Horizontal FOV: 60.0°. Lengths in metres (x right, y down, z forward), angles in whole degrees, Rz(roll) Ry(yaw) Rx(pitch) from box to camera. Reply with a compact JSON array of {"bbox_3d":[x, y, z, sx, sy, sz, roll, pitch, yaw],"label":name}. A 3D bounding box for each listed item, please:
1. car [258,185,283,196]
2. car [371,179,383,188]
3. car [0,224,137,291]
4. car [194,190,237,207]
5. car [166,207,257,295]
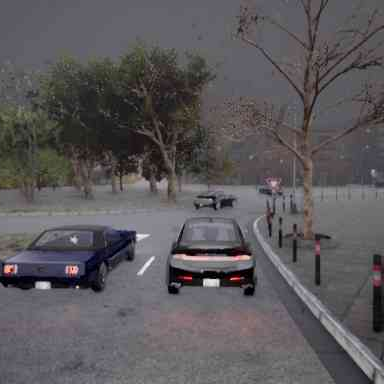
[{"bbox_3d":[9.934,-0.189,42.557,1.895,1.301,4.718,0,3,-6],"label":"car"},{"bbox_3d":[34.490,-1.622,59.916,2.185,1.767,4.553,-1,4,-16],"label":"car"},{"bbox_3d":[-2.781,1.488,8.695,1.895,1.301,4.718,0,1,3],"label":"car"},{"bbox_3d":[1.975,0.627,26.733,2.128,1.511,4.902,2,4,32],"label":"car"},{"bbox_3d":[0.474,1.390,8.483,2.128,1.511,4.902,0,1,3],"label":"car"}]
